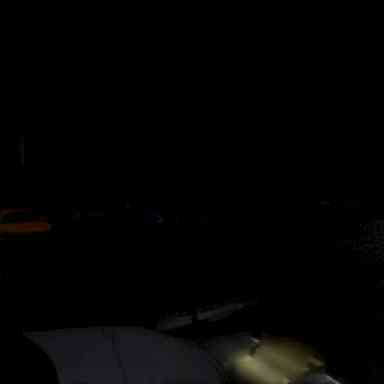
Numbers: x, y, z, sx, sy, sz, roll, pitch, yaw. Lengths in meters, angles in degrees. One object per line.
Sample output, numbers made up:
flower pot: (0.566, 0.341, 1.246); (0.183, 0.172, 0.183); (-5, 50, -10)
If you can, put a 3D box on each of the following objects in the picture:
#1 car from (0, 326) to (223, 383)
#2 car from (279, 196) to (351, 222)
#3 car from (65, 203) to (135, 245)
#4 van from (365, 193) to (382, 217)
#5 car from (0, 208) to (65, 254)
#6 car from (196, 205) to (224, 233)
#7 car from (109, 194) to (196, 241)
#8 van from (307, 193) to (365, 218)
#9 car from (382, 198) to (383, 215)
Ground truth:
car: (-1.838, 1.529, 1.820); (4.674, 1.442, 1.812); (0, 0, -35)
car: (8.761, 1.312, 24.966); (2.231, 1.521, 4.892); (-1, 0, -35)
car: (-4.821, 1.426, 15.290); (2.231, 1.521, 4.892); (0, 0, -35)
van: (13.216, 1.045, 28.291); (1.878, 1.987, 4.442); (0, 0, -35)
car: (-7.092, 1.443, 13.687); (2.097, 1.535, 5.008); (0, 0, -35)
car: (-0.280, 1.418, 18.497); (2.163, 1.488, 4.792); (0, 0, -35)
car: (-2.547, 1.156, 16.884); (2.435, 2.045, 5.566); (0, 0, -35)
van: (10.953, 1.065, 26.678); (1.878, 1.987, 4.442); (-1, 0, -35)
car: (15.548, 1.290, 29.811); (2.002, 1.452, 4.674); (-1, 0, -35)
